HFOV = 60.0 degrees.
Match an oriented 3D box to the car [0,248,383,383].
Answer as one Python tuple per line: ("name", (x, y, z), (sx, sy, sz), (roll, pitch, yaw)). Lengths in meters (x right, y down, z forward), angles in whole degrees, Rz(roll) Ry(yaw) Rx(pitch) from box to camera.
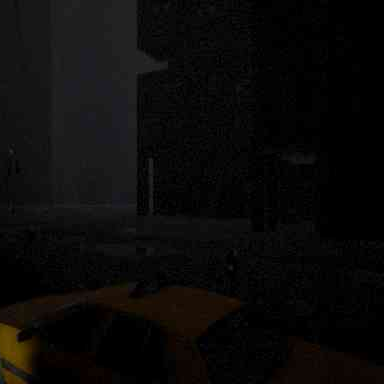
("car", (-0.604, 1.522, 3.396), (4.829, 1.417, 1.752), (0, 0, 36))
